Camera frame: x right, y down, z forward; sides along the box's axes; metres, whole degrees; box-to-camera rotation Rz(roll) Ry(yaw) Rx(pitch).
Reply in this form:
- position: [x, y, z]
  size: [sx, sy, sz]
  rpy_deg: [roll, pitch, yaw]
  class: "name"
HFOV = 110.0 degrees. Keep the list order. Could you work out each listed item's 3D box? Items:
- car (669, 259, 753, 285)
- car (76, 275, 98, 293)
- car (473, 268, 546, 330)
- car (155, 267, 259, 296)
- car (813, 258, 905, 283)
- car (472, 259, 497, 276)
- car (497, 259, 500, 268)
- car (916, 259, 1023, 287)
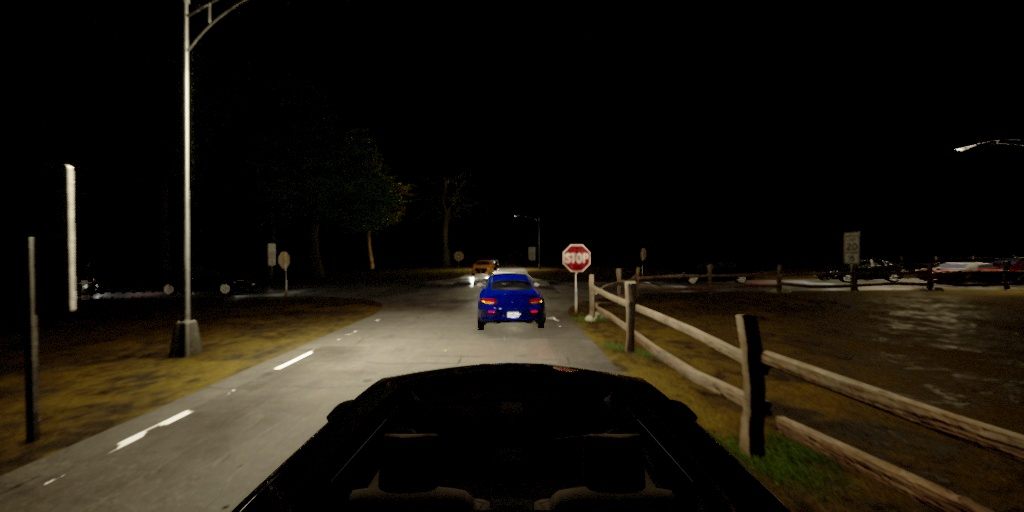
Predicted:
- position: [12.796, 0.988, 23.184]
  size: [5.008, 1.535, 1.882]
  rpy_deg: [-1, 1, -1]
  class: "car"
- position: [-26.780, 1.492, 20.499]
  size: [4.902, 1.511, 2.128]
  rpy_deg: [-1, 1, 0]
  class: "car"
- position: [-0.104, 1.249, 10.964]
  size: [1.812, 1.442, 4.674]
  rpy_deg: [0, 0, -3]
  class: "car"
- position: [-17.279, 1.373, 20.475]
  size: [5.008, 1.535, 1.882]
  rpy_deg: [-1, 1, 0]
  class: "car"
- position: [22.318, 0.903, 23.167]
  size: [4.892, 1.490, 1.837]
  rpy_deg: [-1, 1, 0]
  class: "car"
- position: [-2.882, 1.141, 36.178]
  size: [1.882, 1.535, 5.008]
  rpy_deg: [0, 0, 1]
  class: "car"
- position: [-2.845, 1.202, 46.715]
  size: [2.033, 1.411, 5.357]
  rpy_deg: [0, 0, 0]
  class: "car"
- position: [26.055, 1.001, 20.202]
  size: [4.718, 1.301, 1.895]
  rpy_deg: [-1, 1, 0]
  class: "car"
